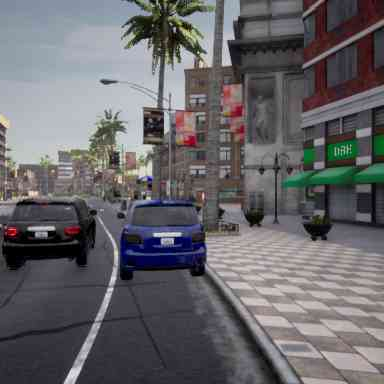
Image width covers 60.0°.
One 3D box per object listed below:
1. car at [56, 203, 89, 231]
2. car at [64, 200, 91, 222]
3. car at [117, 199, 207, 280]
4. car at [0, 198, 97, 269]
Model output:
[{"bbox_3d":[-7.624,1.519,21.568,1.812,1.442,4.674,0,0,-17],"label":"car"},{"bbox_3d":[-9.365,1.470,27.354,1.882,1.535,5.008,0,0,-18],"label":"car"},{"bbox_3d":[-1.082,1.219,10.223,2.150,2.045,5.566,0,0,-11],"label":"car"},{"bbox_3d":[-4.564,1.217,11.402,2.150,2.045,5.566,0,0,-13],"label":"car"}]
